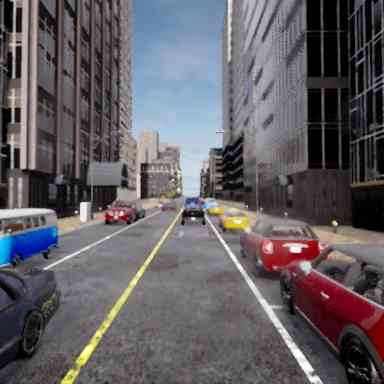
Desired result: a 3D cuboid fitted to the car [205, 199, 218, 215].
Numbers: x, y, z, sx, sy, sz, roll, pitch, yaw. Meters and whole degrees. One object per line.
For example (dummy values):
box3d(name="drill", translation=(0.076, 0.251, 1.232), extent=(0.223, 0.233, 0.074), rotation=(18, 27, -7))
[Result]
box3d(name="car", translation=(2.700, 1.921, 38.686), extent=(1.752, 1.417, 4.829), rotation=(1, -1, 0))

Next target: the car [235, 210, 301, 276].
box3d(name="car", translation=(2.704, 1.549, 10.631), extent=(1.967, 1.590, 4.097), rotation=(1, -1, 0))

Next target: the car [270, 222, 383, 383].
box3d(name="car", translation=(2.705, 1.493, 5.054), extent=(1.967, 1.590, 4.097), rotation=(1, -1, 0))

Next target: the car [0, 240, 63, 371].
box3d(name="car", translation=(-3.101, 1.582, 3.322), extent=(2.033, 1.411, 5.357), rotation=(0, -1, 0))

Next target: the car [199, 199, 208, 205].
box3d(name="car", translation=(2.696, 2.378, 77.554), extent=(1.802, 1.307, 4.206), rotation=(1, -1, 0))

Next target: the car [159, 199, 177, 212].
box3d(name="car", translation=(-3.085, 2.036, 46.122), extent=(1.994, 1.385, 4.181), rotation=(0, -1, 0))

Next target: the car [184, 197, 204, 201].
box3d(name="car", translation=(0.099, 1.674, 44.150), extent=(2.150, 2.045, 5.566), rotation=(0, 0, 0))

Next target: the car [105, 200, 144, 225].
box3d(name="car", translation=(-5.642, 1.593, 27.248), extent=(2.192, 1.841, 5.009), rotation=(1, -1, 0))

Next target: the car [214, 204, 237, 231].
box3d(name="car", translation=(2.702, 1.749, 21.955), extent=(1.752, 1.417, 4.829), rotation=(1, -1, 0))

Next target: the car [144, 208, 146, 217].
box3d(name="car", translation=(-5.647, 1.901, 32.821), extent=(1.947, 1.339, 4.313), rotation=(1, -1, 0))

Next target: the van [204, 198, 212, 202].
box3d(name="van", translation=(2.703, 1.849, 49.672), extent=(1.690, 1.788, 3.998), rotation=(1, -1, 0))

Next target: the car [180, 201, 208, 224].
box3d(name="car", translation=(0.098, 1.786, 27.530), extent=(1.837, 1.490, 4.892), rotation=(0, 0, 0))

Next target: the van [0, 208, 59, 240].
box3d(name="van", translation=(-5.683, 1.449, 10.524), extent=(1.690, 1.788, 3.998), rotation=(1, -1, 0))

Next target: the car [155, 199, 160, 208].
box3d(name="car", translation=(-5.647, 2.062, 60.697), extent=(1.967, 1.590, 4.097), rotation=(1, -1, 0))
